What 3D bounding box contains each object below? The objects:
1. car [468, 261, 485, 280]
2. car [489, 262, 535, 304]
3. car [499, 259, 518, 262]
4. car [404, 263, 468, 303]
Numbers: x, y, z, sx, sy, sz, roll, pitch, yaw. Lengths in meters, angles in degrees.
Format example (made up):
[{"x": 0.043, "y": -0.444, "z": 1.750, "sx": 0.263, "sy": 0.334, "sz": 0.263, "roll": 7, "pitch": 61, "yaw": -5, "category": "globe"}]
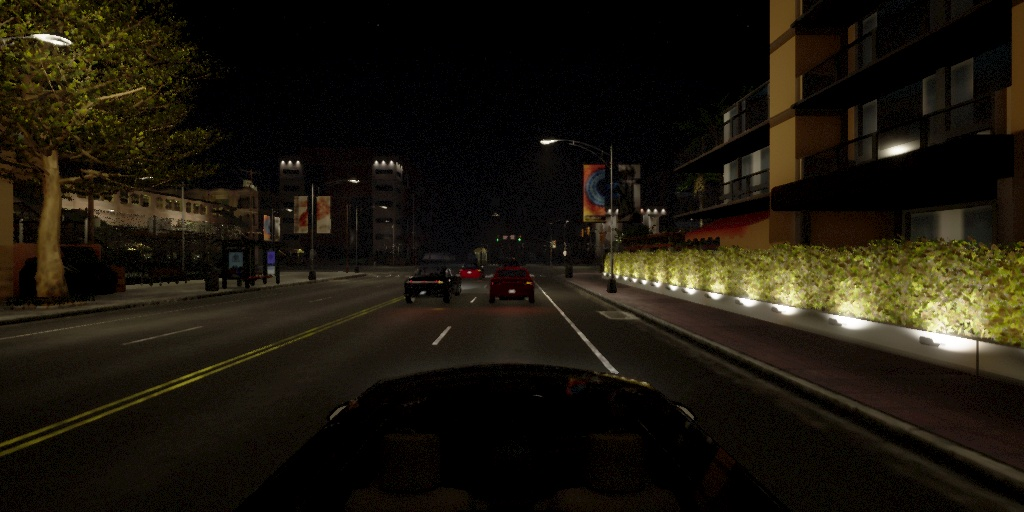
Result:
[{"x": -3.500, "y": 1.321, "z": 31.500, "sx": 1.994, "sy": 1.385, "sz": 4.181, "roll": 0, "pitch": 0, "yaw": 0, "category": "car"}, {"x": 0.000, "y": 1.233, "z": 16.500, "sx": 1.882, "sy": 1.535, "sz": 5.008, "roll": 0, "pitch": 0, "yaw": 0, "category": "car"}, {"x": 0.000, "y": 1.265, "z": 31.500, "sx": 1.837, "sy": 1.490, "sz": 4.892, "roll": 0, "pitch": 0, "yaw": 0, "category": "car"}, {"x": -3.500, "y": 1.243, "z": 16.500, "sx": 2.128, "sy": 1.511, "sz": 4.902, "roll": 0, "pitch": 0, "yaw": 0, "category": "car"}]
